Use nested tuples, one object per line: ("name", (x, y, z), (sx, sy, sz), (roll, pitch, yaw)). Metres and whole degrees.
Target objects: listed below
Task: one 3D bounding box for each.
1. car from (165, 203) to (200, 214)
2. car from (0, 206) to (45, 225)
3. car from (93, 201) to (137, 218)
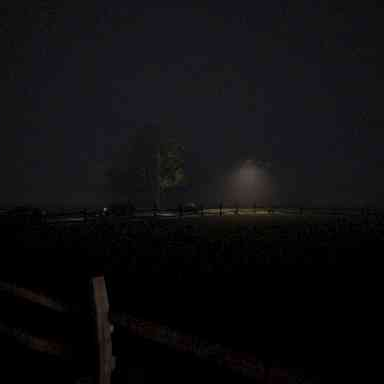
("car", (-1.070, 2.076, 42.946), (2.033, 1.411, 5.357), (0, -1, 38))
("car", (-13.920, 1.784, 26.401), (1.994, 1.385, 4.181), (0, -1, 37))
("car", (-7.852, 1.719, 34.216), (2.097, 1.767, 4.553), (0, -1, 38))
